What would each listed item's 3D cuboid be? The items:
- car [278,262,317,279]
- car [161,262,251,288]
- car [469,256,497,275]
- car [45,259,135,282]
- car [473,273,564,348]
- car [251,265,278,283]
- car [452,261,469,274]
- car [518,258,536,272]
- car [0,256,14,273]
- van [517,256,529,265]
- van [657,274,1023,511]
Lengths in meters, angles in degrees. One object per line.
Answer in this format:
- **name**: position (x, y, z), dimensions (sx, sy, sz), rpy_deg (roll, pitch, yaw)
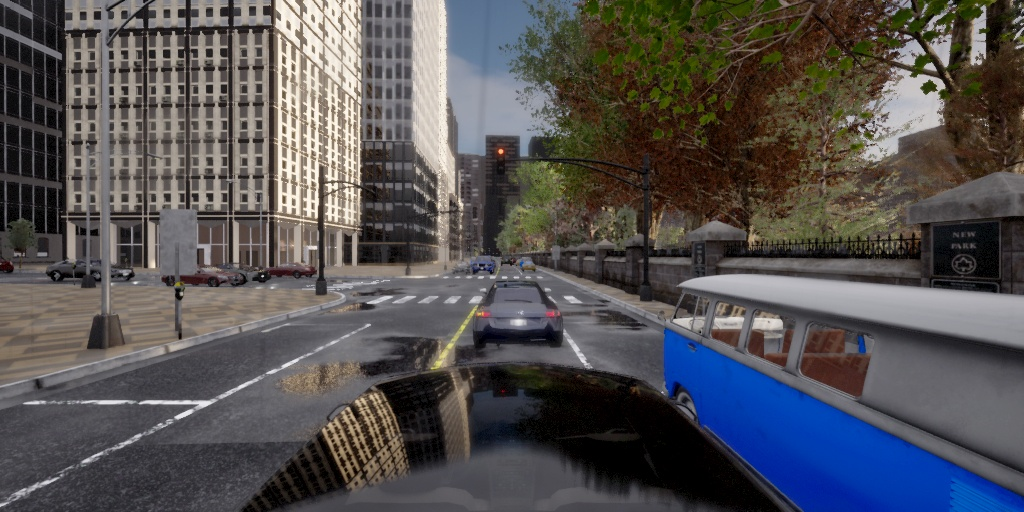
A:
- **car**: position (-18.085, 1.127, 29.139), dimensions (4.207, 1.307, 1.802), rpy_deg (0, 0, 4)
- **car**: position (-18.151, 1.149, 21.026), dimensions (4.207, 1.307, 1.802), rpy_deg (0, 0, 4)
- **car**: position (-3.160, 0.961, 40.188), dimensions (2.150, 2.045, 5.566), rpy_deg (0, 0, 0)
- **car**: position (-28.349, 0.936, 24.204), dimensions (4.902, 1.511, 2.128), rpy_deg (1, 0, 3)
- **car**: position (0.101, 1.313, 9.254), dimensions (1.994, 1.385, 4.181), rpy_deg (0, 0, -1)
- **car**: position (-18.277, 1.123, 23.574), dimensions (4.181, 1.385, 1.994), rpy_deg (1, 0, 4)
- **car**: position (-5.631, 1.288, 40.341), dimensions (2.007, 1.370, 4.403), rpy_deg (0, 0, -1)
- **car**: position (2.131, 1.260, 46.392), dimensions (1.751, 1.417, 4.829), rpy_deg (0, 0, -1)
- **car**: position (-45.534, 0.676, 30.569), dimensions (4.097, 1.591, 1.967), rpy_deg (0, 0, 1)
- **van**: position (2.008, 1.071, 51.765), dimensions (1.690, 1.789, 3.998), rpy_deg (0, 0, -1)
- **van**: position (2.568, 1.091, 2.673), dimensions (1.690, 1.789, 3.998), rpy_deg (0, 0, 0)
